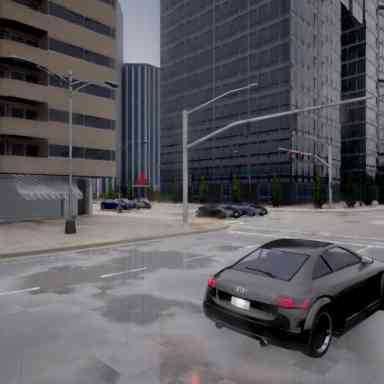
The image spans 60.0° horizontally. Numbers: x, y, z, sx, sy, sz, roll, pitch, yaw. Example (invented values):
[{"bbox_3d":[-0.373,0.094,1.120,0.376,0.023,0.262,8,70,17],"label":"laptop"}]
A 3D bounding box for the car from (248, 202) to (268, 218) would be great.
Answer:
[{"bbox_3d":[4.999,1.619,31.105,4.181,1.385,1.994,0,0,44],"label":"car"}]

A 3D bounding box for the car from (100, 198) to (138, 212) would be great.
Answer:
[{"bbox_3d":[-9.122,1.533,40.058,5.008,1.535,1.882,0,0,44],"label":"car"}]

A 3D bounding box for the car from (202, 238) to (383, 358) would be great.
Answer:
[{"bbox_3d":[2.163,1.564,6.140,4.181,1.385,1.994,0,0,-43],"label":"car"}]

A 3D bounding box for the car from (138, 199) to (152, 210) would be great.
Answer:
[{"bbox_3d":[-6.988,1.619,42.868,4.181,1.385,1.994,0,0,44],"label":"car"}]

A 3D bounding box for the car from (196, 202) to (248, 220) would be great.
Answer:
[{"bbox_3d":[2.270,1.619,28.523,1.994,1.385,4.181,0,0,-42],"label":"car"}]
